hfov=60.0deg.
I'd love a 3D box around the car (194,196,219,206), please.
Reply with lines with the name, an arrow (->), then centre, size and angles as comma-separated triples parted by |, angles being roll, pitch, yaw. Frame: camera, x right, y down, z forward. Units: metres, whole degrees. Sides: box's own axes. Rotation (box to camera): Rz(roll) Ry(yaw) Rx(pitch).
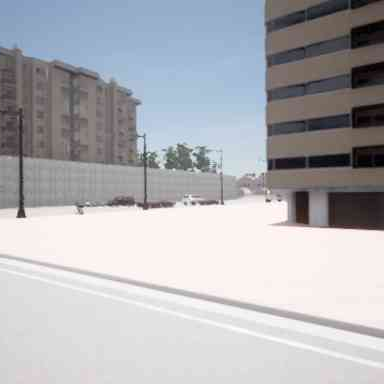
car -> 3.304, 1.937, 65.957 | 2.033, 1.411, 5.357 | -1, 0, 36

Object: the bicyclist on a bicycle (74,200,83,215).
bicyclist on a bicycle -> -11.856, 1.627, 34.742 | 1.656, 1.620, 0.582 | -1, -1, 36

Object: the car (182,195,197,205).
car -> 0.235, 1.649, 67.689 | 2.150, 2.045, 5.566 | -1, 0, 36

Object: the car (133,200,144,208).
car -> -7.269, 2.029, 57.197 | 1.895, 1.301, 4.718 | -1, 0, 36

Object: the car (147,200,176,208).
car -> -4.857, 1.938, 54.568 | 2.033, 1.411, 5.357 | -1, 0, 36

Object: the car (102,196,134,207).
car -> -13.083, 1.731, 61.230 | 2.150, 2.045, 5.566 | -1, -1, 36

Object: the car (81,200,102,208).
car -> -17.926, 2.145, 60.474 | 1.895, 1.301, 4.718 | -1, 0, 36
